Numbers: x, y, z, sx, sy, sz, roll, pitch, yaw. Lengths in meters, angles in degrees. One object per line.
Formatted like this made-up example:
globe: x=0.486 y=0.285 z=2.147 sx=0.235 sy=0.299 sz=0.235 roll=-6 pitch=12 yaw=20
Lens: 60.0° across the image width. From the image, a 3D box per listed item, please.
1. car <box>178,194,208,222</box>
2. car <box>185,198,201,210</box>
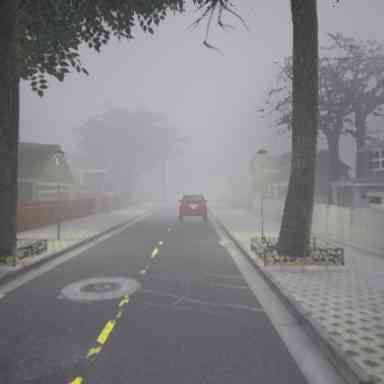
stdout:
car: x=0.100 y=1.204 z=26.486 sx=2.150 sy=2.045 sz=5.566 roll=0 pitch=0 yaw=0
car: x=0.101 y=1.533 z=43.574 sx=1.994 sy=1.385 sz=4.181 roll=0 pitch=0 yaw=0
